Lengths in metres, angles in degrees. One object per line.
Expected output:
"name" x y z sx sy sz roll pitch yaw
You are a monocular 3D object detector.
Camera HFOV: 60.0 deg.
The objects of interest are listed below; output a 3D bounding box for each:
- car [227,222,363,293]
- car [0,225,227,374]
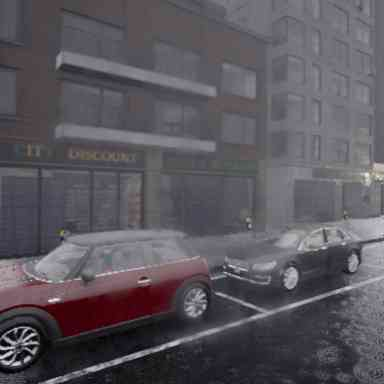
"car" 2.797 1.520 8.751 4.403 1.369 2.008 0 1 -36
"car" -1.665 1.432 5.565 4.097 1.590 1.967 0 1 -36
